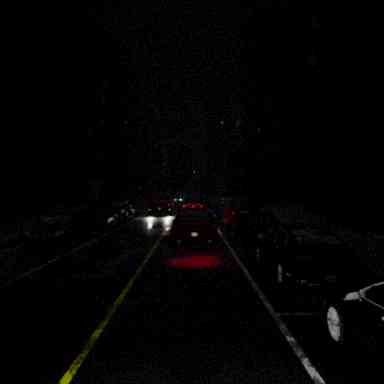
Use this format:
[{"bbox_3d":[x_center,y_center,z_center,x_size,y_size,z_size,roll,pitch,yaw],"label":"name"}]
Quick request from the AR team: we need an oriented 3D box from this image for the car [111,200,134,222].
[{"bbox_3d":[-5.669,1.386,25.581,1.967,1.590,4.097,0,0,0],"label":"car"}]

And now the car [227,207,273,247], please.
[{"bbox_3d":[2.858,1.534,14.539,1.947,1.339,4.313,0,0,0],"label":"car"}]

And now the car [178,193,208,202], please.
[{"bbox_3d":[0.087,1.286,30.775,2.097,1.767,4.553,0,0,0],"label":"car"}]

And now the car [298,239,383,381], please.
[{"bbox_3d":[2.858,1.543,3.492,2.008,1.369,4.403,0,0,0],"label":"car"}]

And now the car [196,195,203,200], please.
[{"bbox_3d":[2.073,1.441,92.087,1.802,1.307,4.206,0,0,-1],"label":"car"}]

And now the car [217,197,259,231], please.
[{"bbox_3d":[2.858,1.272,20.063,2.192,1.841,5.009,0,0,0],"label":"car"}]

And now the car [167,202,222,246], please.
[{"bbox_3d":[0.096,1.445,15.025,1.882,1.535,5.008,0,0,0],"label":"car"}]

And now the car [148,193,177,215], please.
[{"bbox_3d":[-3.002,1.172,33.341,2.150,2.045,5.566,0,0,0],"label":"car"}]

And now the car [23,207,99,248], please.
[{"bbox_3d":[-5.668,1.551,14.531,1.802,1.307,4.206,0,0,0],"label":"car"}]

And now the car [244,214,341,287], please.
[{"bbox_3d":[2.858,1.531,9.016,2.008,1.369,4.403,0,0,0],"label":"car"}]

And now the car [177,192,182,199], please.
[{"bbox_3d":[-3.844,1.325,94.760,1.882,1.535,5.008,0,0,-1],"label":"car"}]

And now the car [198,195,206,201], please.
[{"bbox_3d":[2.322,1.447,80.784,1.802,1.307,4.206,0,0,-1],"label":"car"}]

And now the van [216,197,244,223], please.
[{"bbox_3d":[2.858,1.286,25.586,1.690,1.788,3.998,0,0,0],"label":"van"}]

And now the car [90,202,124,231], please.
[{"bbox_3d":[-5.668,1.523,20.056,1.947,1.339,4.313,0,0,0],"label":"car"}]

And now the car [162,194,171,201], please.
[{"bbox_3d":[-6.201,1.306,80.605,1.967,1.590,4.097,0,0,-1],"label":"car"}]
